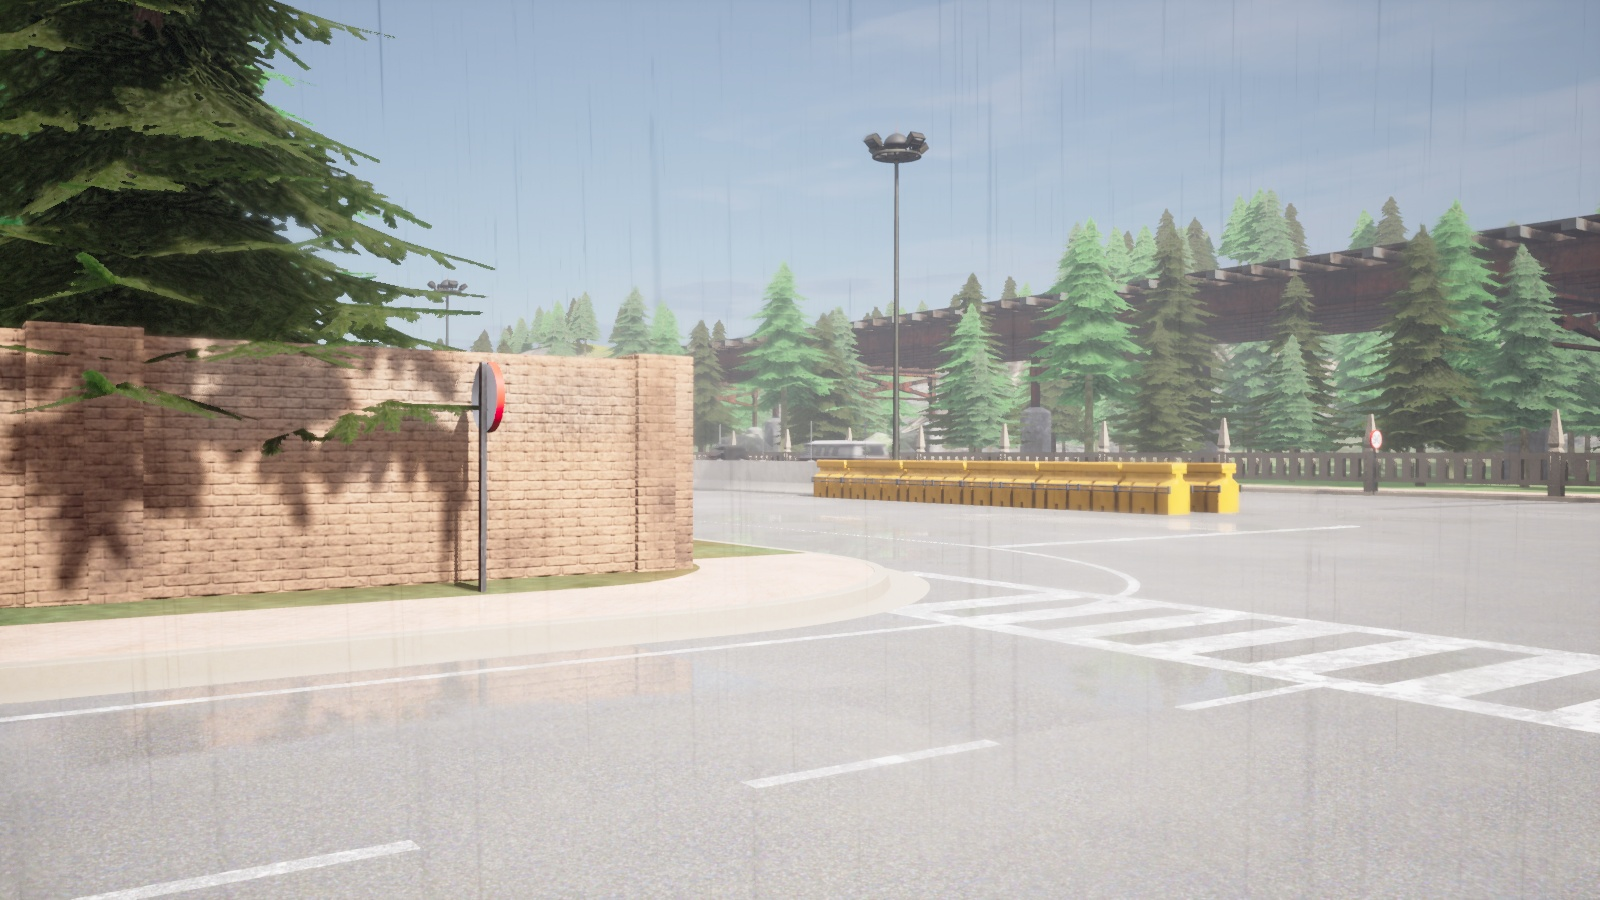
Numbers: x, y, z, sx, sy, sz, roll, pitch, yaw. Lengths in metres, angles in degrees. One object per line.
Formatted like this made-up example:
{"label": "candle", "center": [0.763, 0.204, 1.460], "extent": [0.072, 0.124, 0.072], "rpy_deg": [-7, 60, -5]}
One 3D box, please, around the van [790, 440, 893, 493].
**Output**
{"label": "van", "center": [1.583, 0.616, 49.743], "extent": [1.775, 1.987, 4.442], "rpy_deg": [0, 0, -35]}

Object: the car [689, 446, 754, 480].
{"label": "car", "center": [-4.465, 0.723, 70.861], "extent": [1.905, 1.878, 3.866], "rpy_deg": [0, 0, -35]}
